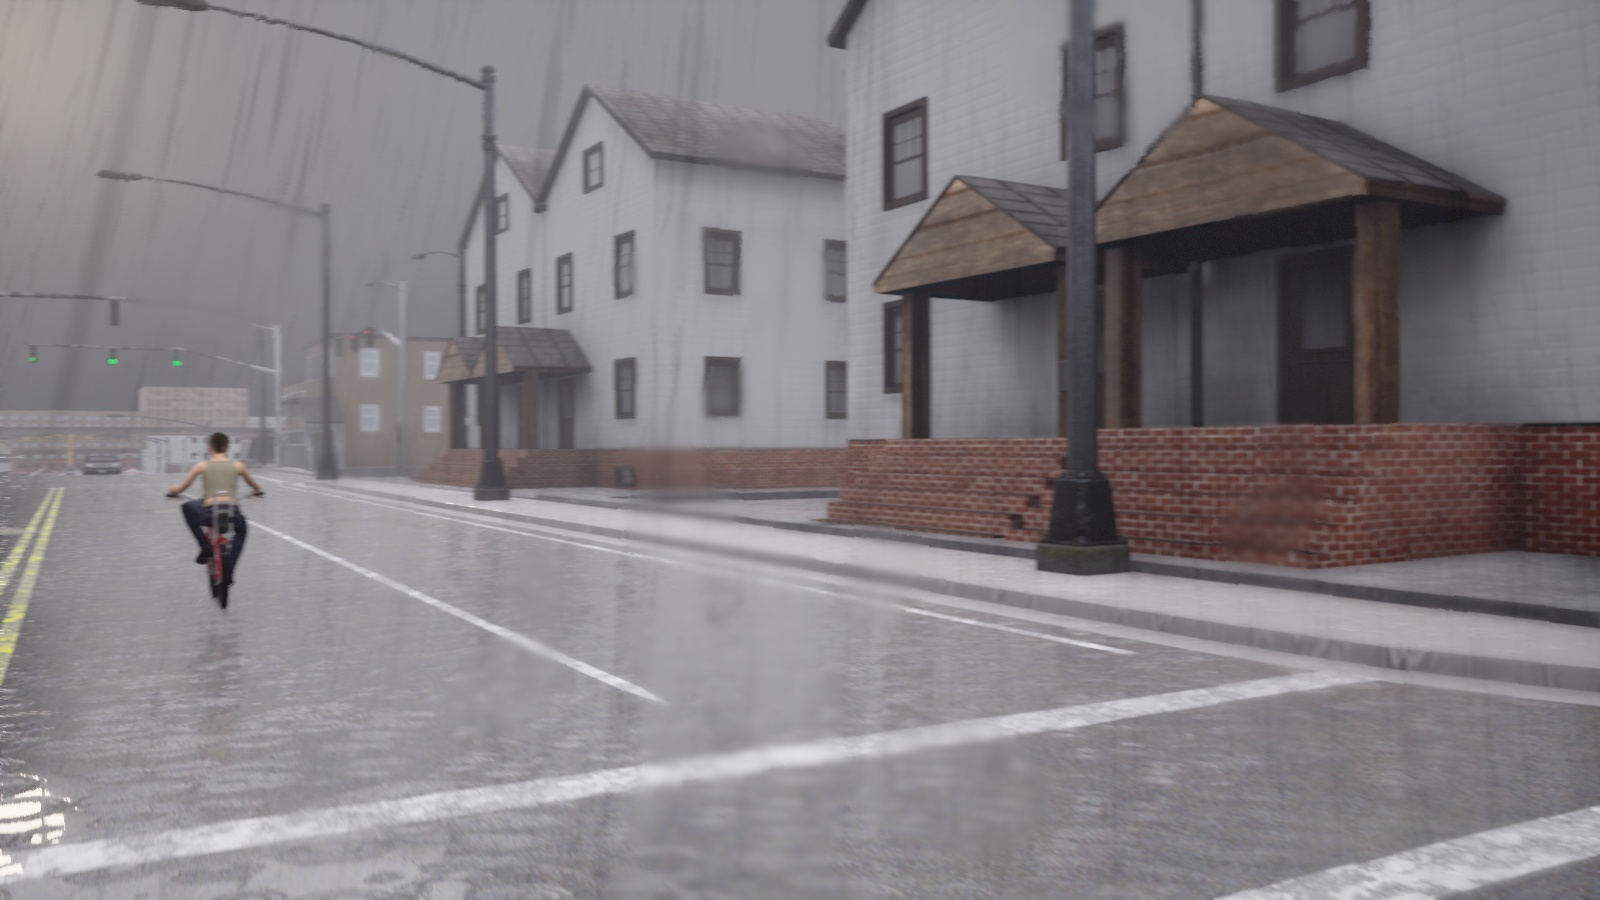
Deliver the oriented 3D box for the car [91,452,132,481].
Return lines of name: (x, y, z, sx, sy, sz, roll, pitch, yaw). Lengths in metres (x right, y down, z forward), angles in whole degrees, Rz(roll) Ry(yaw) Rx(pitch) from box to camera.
car: (-38.080, 0.945, 69.434, 1.895, 1.301, 4.718, 0, -4, -30)

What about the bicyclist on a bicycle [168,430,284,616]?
bicyclist on a bicycle: (-5.405, 0.629, 11.780, 0.866, 1.612, 1.509, 0, 0, -29)
